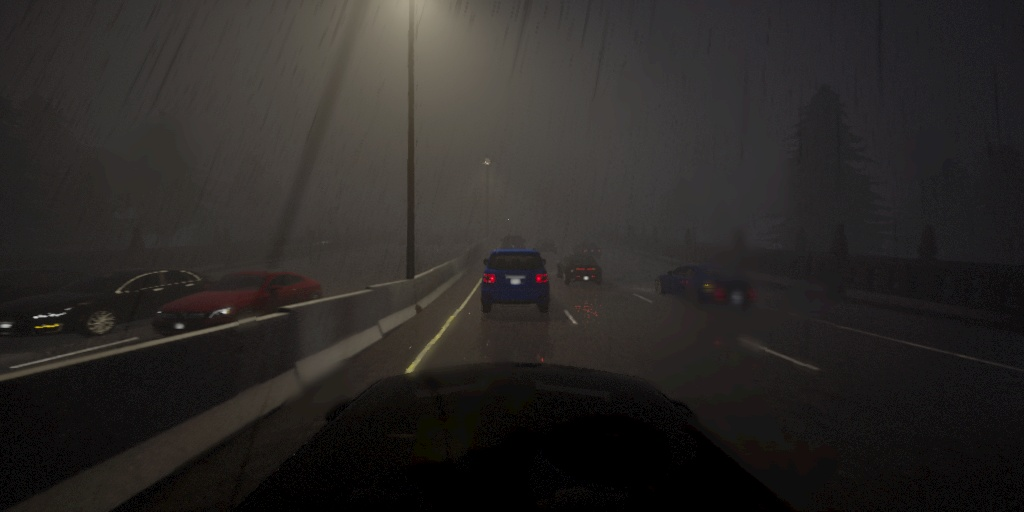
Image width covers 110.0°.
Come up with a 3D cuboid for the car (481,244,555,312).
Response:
[{"bbox_3d":[0.104,0.722,13.188,2.150,2.045,5.566,0,2,0],"label":"car"}]

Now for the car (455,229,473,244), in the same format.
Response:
[{"bbox_3d":[-7.043,-2.955,53.330,2.150,2.045,5.566,0,6,0],"label":"car"}]

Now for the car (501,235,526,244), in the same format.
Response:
[{"bbox_3d":[0.114,-1.002,34.359,2.150,2.045,5.566,0,6,0],"label":"car"}]

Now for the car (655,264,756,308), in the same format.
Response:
[{"bbox_3d":[7.101,1.008,13.597,1.812,1.442,4.674,0,3,0],"label":"car"}]

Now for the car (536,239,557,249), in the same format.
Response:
[{"bbox_3d":[3.616,-1.065,37.929,1.812,1.442,4.674,0,6,0],"label":"car"}]

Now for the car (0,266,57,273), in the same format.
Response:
[{"bbox_3d":[-14.097,1.097,9.977,1.882,1.535,5.008,0,2,0],"label":"car"}]

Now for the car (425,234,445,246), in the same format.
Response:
[{"bbox_3d":[-10.558,-2.269,49.436,1.837,1.490,4.892,0,6,0],"label":"car"}]

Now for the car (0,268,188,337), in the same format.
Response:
[{"bbox_3d":[-10.597,1.129,9.922,1.837,1.490,4.892,0,2,0],"label":"car"}]

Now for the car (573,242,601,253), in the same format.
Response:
[{"bbox_3d":[7.114,-0.660,34.204,2.033,1.411,5.357,0,6,0],"label":"car"}]

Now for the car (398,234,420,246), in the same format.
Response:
[{"bbox_3d":[-14.057,-2.267,49.146,1.882,1.535,5.008,0,6,0],"label":"car"}]

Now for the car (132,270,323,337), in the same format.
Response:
[{"bbox_3d":[-7.096,1.147,9.964,1.812,1.442,4.674,0,2,0],"label":"car"}]

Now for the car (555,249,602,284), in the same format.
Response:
[{"bbox_3d":[3.606,0.632,19.833,1.837,1.490,4.892,0,4,0],"label":"car"}]
